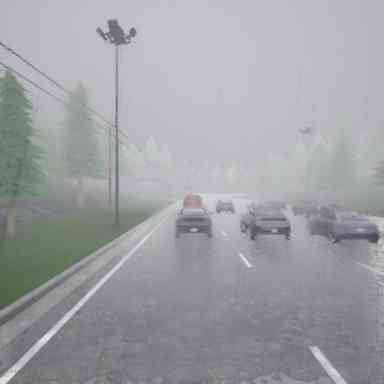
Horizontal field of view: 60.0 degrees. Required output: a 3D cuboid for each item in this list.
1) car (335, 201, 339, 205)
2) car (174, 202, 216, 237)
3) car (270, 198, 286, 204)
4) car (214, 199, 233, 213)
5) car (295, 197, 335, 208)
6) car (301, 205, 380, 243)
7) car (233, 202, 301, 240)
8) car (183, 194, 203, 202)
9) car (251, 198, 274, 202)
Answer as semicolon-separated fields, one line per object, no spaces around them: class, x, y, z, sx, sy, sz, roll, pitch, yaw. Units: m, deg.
car;14.039;1.349;35.925;2.097;1.767;4.553;0;0;0
car;0.092;1.518;18.019;1.837;1.490;4.892;0;0;0
car;10.502;1.486;42.366;1.882;1.535;5.008;0;0;0
car;3.543;1.511;36.723;2.128;1.511;4.902;0;0;0
car;10.485;1.353;29.616;2.097;1.767;4.553;0;0;0
car;7.092;1.562;16.010;1.994;1.385;4.181;0;0;0
car;3.592;1.498;16.958;2.128;1.511;4.902;0;0;0
car;0.080;1.248;39.362;2.150;2.045;5.566;0;0;0
car;7.039;1.612;35.795;1.895;1.301;4.718;0;0;0
